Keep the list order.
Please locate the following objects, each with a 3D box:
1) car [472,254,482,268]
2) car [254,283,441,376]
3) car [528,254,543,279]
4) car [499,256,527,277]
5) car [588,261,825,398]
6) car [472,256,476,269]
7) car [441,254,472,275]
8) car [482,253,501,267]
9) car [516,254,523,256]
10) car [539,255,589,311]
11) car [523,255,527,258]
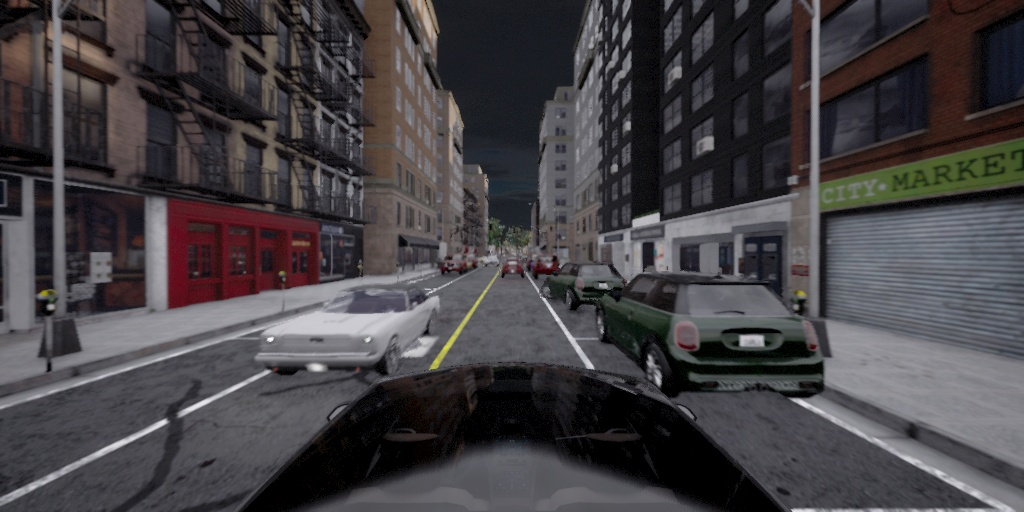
[{"bbox_3d":[-5.388,0.620,45.321,2.192,1.841,5.009,0,0,0],"label":"car"},{"bbox_3d":[-2.847,1.293,7.428,1.895,1.301,4.718,0,1,0],"label":"car"},{"bbox_3d":[2.645,0.795,28.282,2.192,1.841,5.009,0,0,0],"label":"car"},{"bbox_3d":[0.075,0.984,30.429,1.812,1.442,4.674,0,1,1],"label":"car"},{"bbox_3d":[2.989,1.054,6.594,2.097,1.767,4.553,0,1,0],"label":"car"},{"bbox_3d":[-5.389,0.889,39.472,1.751,1.417,4.829,0,0,0],"label":"car"},{"bbox_3d":[-5.390,0.737,33.965,2.192,1.841,5.009,0,0,0],"label":"car"},{"bbox_3d":[-2.736,0.701,49.860,1.812,1.442,4.674,0,1,0],"label":"car"},{"bbox_3d":[0.049,0.770,46.560,1.882,1.535,5.008,0,1,-1],"label":"car"},{"bbox_3d":[2.723,0.977,14.068,2.097,1.767,4.553,0,1,-8],"label":"car"},{"bbox_3d":[2.648,0.679,39.639,2.192,1.841,5.009,0,0,0],"label":"car"}]
